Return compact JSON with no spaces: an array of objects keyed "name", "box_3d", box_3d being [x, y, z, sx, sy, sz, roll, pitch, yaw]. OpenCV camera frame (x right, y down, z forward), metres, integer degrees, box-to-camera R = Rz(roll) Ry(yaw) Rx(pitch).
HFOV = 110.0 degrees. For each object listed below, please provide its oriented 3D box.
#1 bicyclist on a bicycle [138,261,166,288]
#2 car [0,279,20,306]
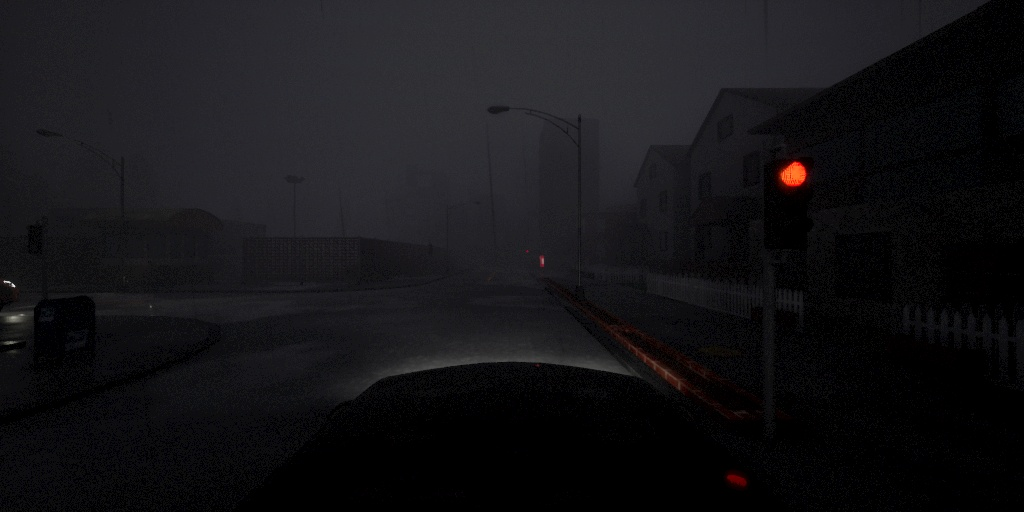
[{"name":"bicyclist on a bicycle","box_3d":[-21.746,1.099,21.692,0.582,1.620,1.656,0,0,0]},{"name":"car","box_3d":[-21.594,1.102,13.299,4.553,1.767,2.097,0,0,0]}]
